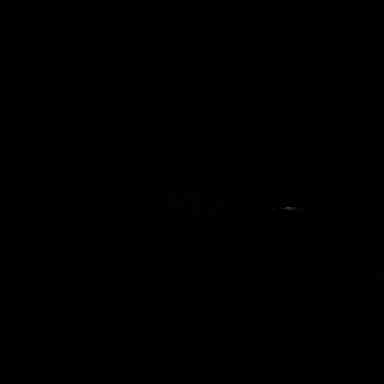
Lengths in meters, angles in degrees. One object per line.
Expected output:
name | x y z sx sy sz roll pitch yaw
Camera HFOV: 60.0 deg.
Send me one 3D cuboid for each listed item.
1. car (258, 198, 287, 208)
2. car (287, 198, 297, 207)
car | 11.739 1.590 50.399 2.128 1.511 4.902 0 0 -17
car | 14.527 1.649 53.223 2.033 1.411 5.357 0 0 -19
